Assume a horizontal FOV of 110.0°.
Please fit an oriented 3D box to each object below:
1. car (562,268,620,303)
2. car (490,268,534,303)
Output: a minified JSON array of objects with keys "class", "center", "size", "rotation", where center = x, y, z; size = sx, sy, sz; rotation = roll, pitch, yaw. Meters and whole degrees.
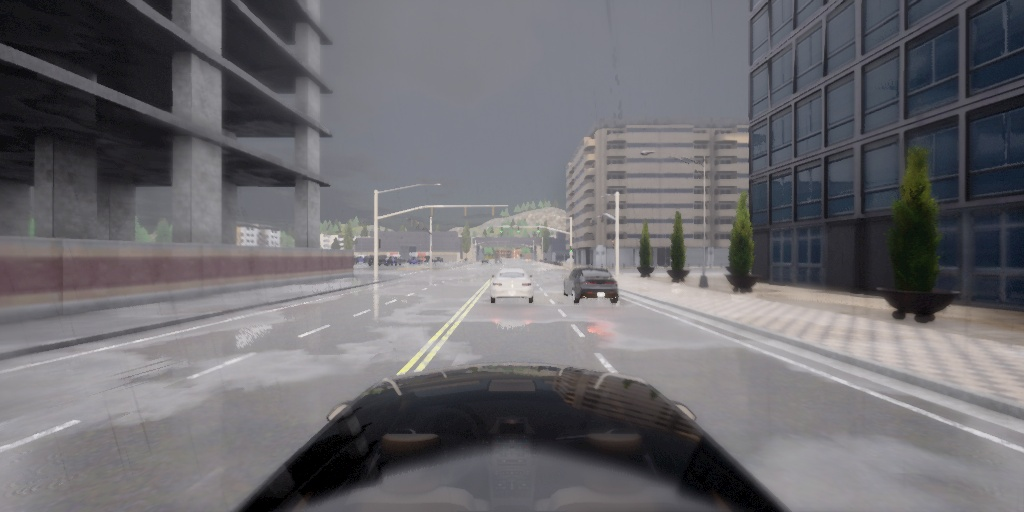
[{"class":"car","center":[3.500,1.265,16.500],"size":[1.837,1.490,4.892],"rotation":[0,0,0]},{"class":"car","center":[0.000,1.282,16.500],"size":[1.812,1.442,4.674],"rotation":[0,0,0]}]
